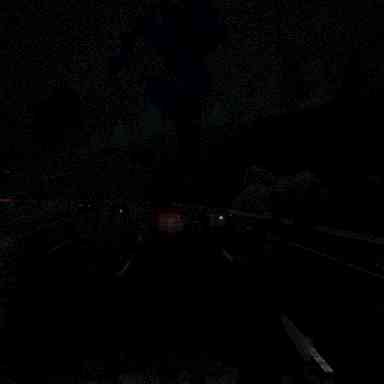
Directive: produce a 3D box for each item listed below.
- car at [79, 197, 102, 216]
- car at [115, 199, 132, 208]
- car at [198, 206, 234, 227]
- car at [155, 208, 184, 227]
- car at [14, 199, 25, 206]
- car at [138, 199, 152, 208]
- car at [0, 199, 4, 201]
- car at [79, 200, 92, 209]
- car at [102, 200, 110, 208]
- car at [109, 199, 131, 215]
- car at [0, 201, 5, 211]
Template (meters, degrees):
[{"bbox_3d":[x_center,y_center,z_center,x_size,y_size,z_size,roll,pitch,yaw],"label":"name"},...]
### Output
[{"bbox_3d":[-11.877,1.652,38.582,2.150,2.045,5.566,0,-1,-15],"label":"car"},{"bbox_3d":[-12.978,2.138,63.080,2.128,1.511,4.902,0,-1,-23],"label":"car"},{"bbox_3d":[1.684,1.758,24.729,1.994,1.385,4.181,0,-1,-9],"label":"car"},{"bbox_3d":[-1.825,1.830,25.176,1.895,1.301,4.718,0,-1,-9],"label":"car"},{"bbox_3d":[-38.865,2.372,74.883,1.882,1.535,5.008,0,-1,-31],"label":"car"},{"bbox_3d":[-8.791,2.093,62.129,2.128,1.511,4.902,0,-1,-23],"label":"car"},{"bbox_3d":[-44.969,2.198,77.881,1.812,1.442,4.674,0,-1,-34],"label":"car"},{"bbox_3d":[-18.899,2.194,59.129,1.812,1.442,4.674,0,-1,-23],"label":"car"},{"bbox_3d":[-15.838,2.218,60.843,1.994,1.385,4.181,0,-1,-23],"label":"car"},{"bbox_3d":[-8.611,1.916,39.756,1.837,1.490,4.892,0,-1,-15],"label":"car"},{"bbox_3d":[-22.510,2.076,36.835,1.994,1.385,4.181,0,-1,-15],"label":"car"}]
